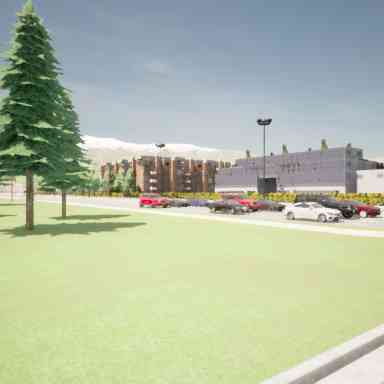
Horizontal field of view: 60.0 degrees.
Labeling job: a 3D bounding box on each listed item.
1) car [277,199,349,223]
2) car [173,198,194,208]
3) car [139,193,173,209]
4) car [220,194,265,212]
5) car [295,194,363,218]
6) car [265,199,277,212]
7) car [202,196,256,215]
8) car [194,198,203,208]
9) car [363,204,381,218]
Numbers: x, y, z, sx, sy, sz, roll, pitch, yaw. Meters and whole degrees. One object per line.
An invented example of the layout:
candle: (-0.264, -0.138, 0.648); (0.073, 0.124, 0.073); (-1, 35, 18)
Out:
car: (9.319, 1.526, 26.006); (1.812, 1.442, 4.674); (0, 0, -35)
car: (-2.460, 1.547, 48.065); (2.033, 1.411, 5.357); (0, 0, -36)
car: (-5.404, 1.222, 46.161); (2.150, 2.045, 5.566); (0, 0, -36)
car: (5.140, 1.223, 37.607); (2.150, 2.045, 5.566); (0, 0, -36)
car: (11.415, 1.221, 29.029); (2.150, 2.045, 5.566); (0, 0, -36)
car: (8.518, 1.547, 38.914); (2.033, 1.411, 5.357); (0, 0, -36)
car: (3.643, 1.492, 33.726); (2.128, 1.511, 4.902); (0, 0, -36)
car: (0.953, 1.547, 49.314); (2.033, 1.411, 5.357); (0, 0, -36)
car: (14.605, 1.478, 30.598); (1.882, 1.535, 5.008); (0, 0, -36)
